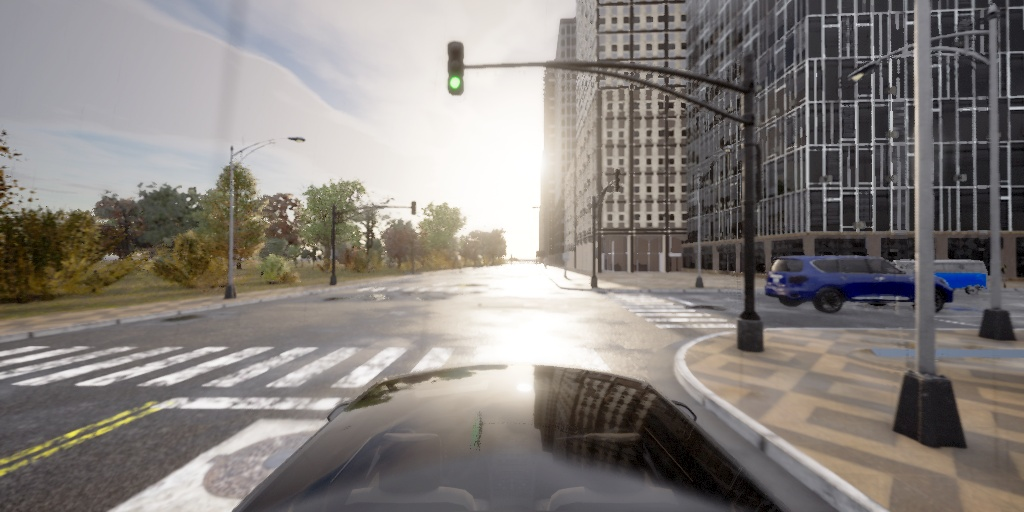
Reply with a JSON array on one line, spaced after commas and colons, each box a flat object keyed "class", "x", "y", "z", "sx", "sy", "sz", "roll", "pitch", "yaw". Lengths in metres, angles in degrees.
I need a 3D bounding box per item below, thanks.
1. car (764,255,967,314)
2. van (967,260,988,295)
[{"class": "car", "x": 12.704, "y": 0.995, "z": 13.462, "sx": 5.566, "sy": 2.045, "sz": 2.150, "roll": -1, "pitch": -1, "yaw": 3}, {"class": "van", "x": 21.950, "y": 1.092, "z": 18.711, "sx": 3.998, "sy": 1.789, "sz": 1.690, "roll": 0, "pitch": 0, "yaw": 3}]
